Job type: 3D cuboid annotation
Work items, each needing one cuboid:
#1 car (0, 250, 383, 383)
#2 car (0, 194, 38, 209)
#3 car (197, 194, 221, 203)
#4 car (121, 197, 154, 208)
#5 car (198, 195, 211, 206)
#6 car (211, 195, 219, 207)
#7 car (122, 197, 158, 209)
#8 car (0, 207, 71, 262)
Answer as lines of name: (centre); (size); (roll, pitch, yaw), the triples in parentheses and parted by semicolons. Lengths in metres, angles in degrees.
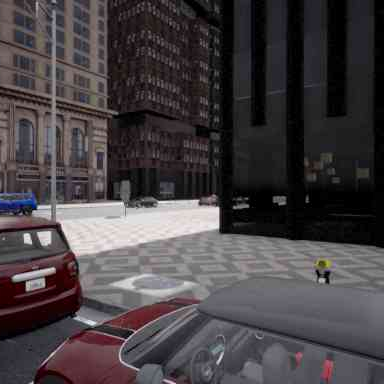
car: (0.540, 1.440, 2.572); (4.097, 1.590, 1.967); (0, 0, 35)
car: (-16.853, 1.167, 29.986); (2.150, 2.045, 5.566); (0, 0, 34)
car: (3.003, 1.096, 57.766); (1.812, 1.442, 4.674); (0, 0, 35)
car: (-7.820, 1.479, 48.292); (1.895, 1.301, 4.718); (0, 0, 35)
car: (2.809, 1.445, 51.807); (1.994, 1.385, 4.181); (0, 0, 37)
car: (5.222, 1.401, 49.587); (1.837, 1.490, 4.892); (0, 0, 36)
car: (-6.558, 1.403, 44.461); (1.837, 1.490, 4.892); (0, 0, 35)
car: (-4.030, 1.314, 5.812); (5.009, 1.841, 2.192); (0, 0, 35)
